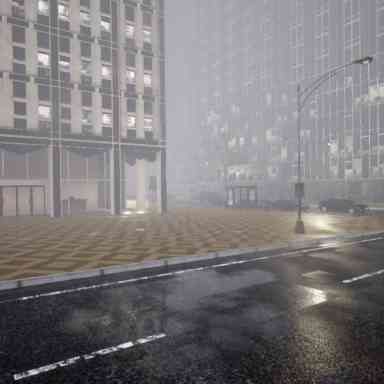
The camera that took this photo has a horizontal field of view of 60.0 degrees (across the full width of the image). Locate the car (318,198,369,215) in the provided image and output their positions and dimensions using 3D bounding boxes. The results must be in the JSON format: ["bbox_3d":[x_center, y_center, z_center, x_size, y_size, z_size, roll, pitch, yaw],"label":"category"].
[{"bbox_3d":[14.877,1.358,32.913,1.837,1.490,4.892,-1,1,-34],"label":"car"}]

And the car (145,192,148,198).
[{"bbox_3d":[-8.417,0.615,77.171,2.192,1.841,5.009,0,1,-34],"label":"car"}]

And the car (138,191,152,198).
[{"bbox_3d":[-11.630,0.686,81.861,1.967,1.590,4.097,0,1,-34],"label":"car"}]

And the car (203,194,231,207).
[{"bbox_3d":[3.906,1.319,44.281,1.947,1.339,4.313,0,1,-34],"label":"car"}]

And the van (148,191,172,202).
[{"bbox_3d":[-5.689,0.937,58.371,1.690,1.788,3.998,0,1,-34],"label":"van"}]

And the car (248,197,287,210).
[{"bbox_3d":[9.269,1.363,41.118,1.895,1.301,4.718,-1,1,-34],"label":"car"}]

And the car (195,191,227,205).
[{"bbox_3d":[3.254,0.887,49.897,2.150,2.045,5.566,-1,1,-35],"label":"car"}]

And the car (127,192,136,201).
[{"bbox_3d":[-12.116,1.039,67.750,2.008,1.369,4.403,0,1,-34],"label":"car"}]

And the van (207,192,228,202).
[{"bbox_3d":[4.436,0.855,58.419,1.690,1.788,3.998,0,1,-34],"label":"van"}]

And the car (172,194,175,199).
[{"bbox_3d":[-5.203,0.936,72.487,1.802,1.307,4.206,0,1,-34],"label":"car"}]

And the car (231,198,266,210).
[{"bbox_3d":[7.071,1.388,39.561,1.802,1.307,4.206,0,1,-34],"label":"car"}]

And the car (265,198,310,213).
[{"bbox_3d":[10.270,1.424,34.860,1.947,1.339,4.313,0,1,-34],"label":"car"}]

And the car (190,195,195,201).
[{"bbox_3d":[1.224,1.043,63.110,1.802,1.307,4.206,0,1,-34],"label":"car"}]

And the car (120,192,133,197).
[{"bbox_3d":[-18.056,0.688,91.238,2.008,1.369,4.403,0,1,-34],"label":"car"}]
